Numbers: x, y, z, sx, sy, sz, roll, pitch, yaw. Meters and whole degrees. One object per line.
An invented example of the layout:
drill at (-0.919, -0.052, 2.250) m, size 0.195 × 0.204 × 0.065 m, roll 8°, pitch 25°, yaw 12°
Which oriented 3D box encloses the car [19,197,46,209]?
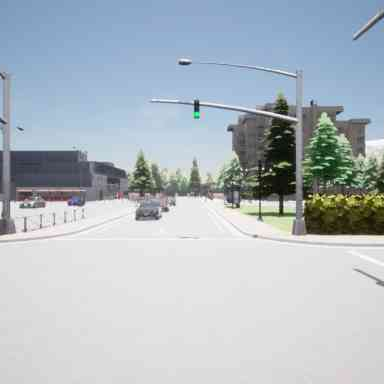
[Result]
car at (-20.524, 1.384, 42.914) m, size 1.970 × 1.475 × 3.806 m, roll 0°, pitch 0°, yaw 0°

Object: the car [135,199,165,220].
car at (-3.603, 1.505, 28.165) m, size 1.837 × 1.490 × 4.892 m, roll 0°, pitch 0°, yaw 0°

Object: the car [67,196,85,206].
car at (-17.473, 1.374, 50.306) m, size 1.845 × 1.501 × 3.633 m, roll 0°, pitch 0°, yaw 0°

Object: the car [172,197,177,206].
car at (-3.520, 1.497, 53.484) m, size 2.128 × 1.511 × 4.902 m, roll 0°, pitch 0°, yaw 0°

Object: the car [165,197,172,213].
car at (-3.604, 1.526, 37.912) m, size 1.812 × 1.442 × 4.674 m, roll 0°, pitch 0°, yaw 0°
